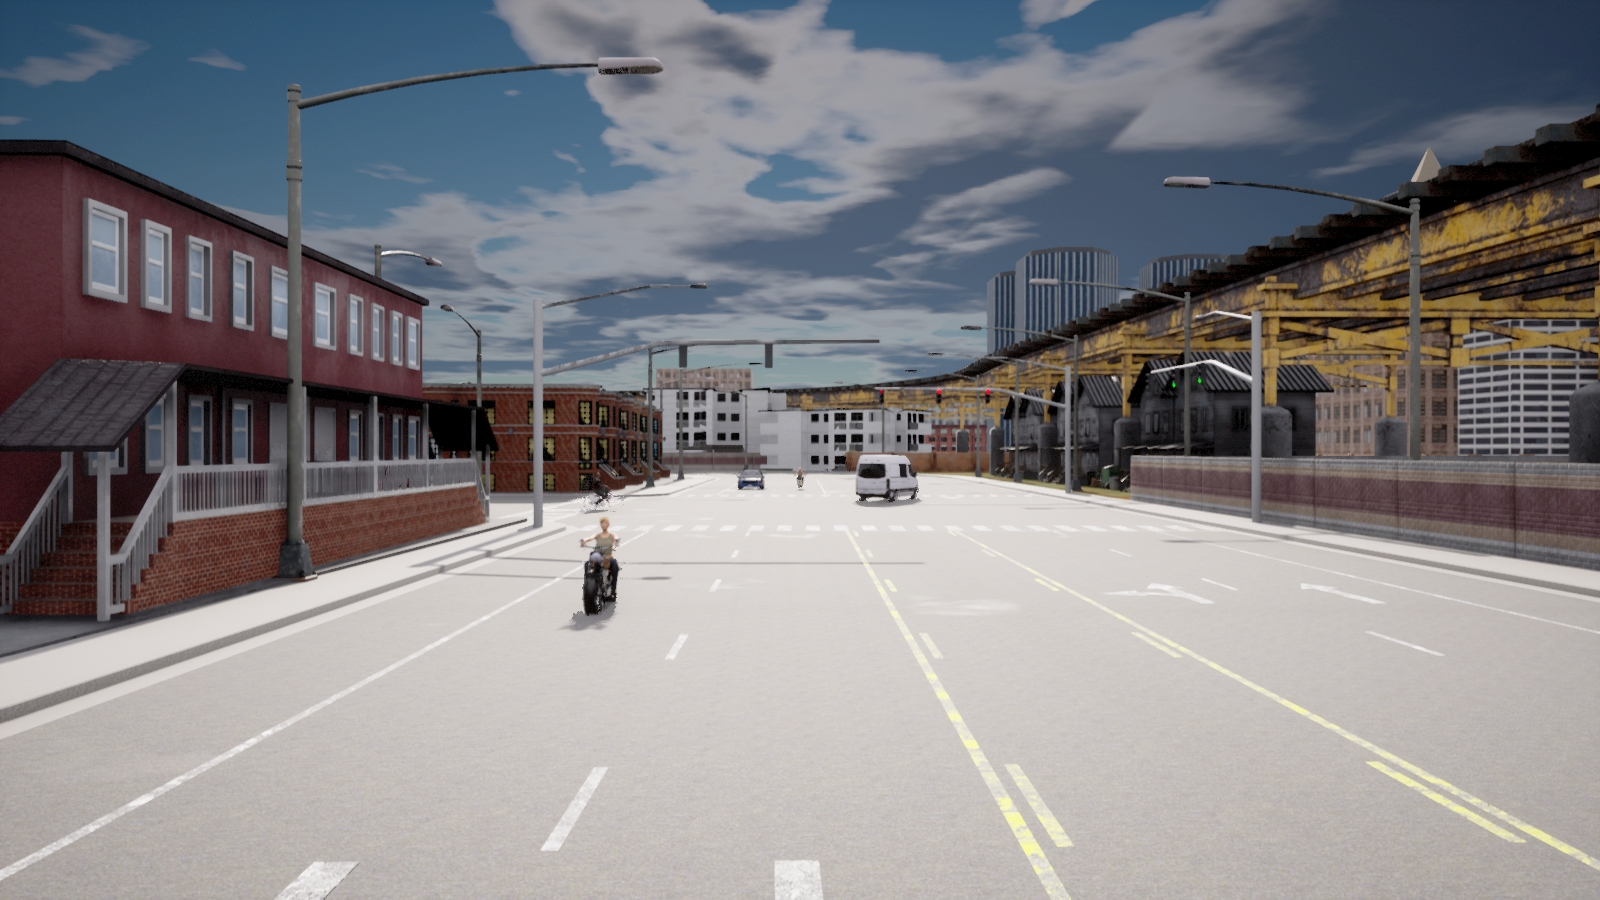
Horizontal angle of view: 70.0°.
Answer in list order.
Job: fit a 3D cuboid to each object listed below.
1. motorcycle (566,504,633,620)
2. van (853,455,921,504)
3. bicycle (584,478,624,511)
[{"bbox_3d":[-3.498,1.915,20.136,0.764,1.802,2.356,0,0,0],"label":"motorcycle"},{"bbox_3d":[4.938,1.557,63.830,1.988,2.561,5.915,1,0,23],"label":"van"},{"bbox_3d":[-9.083,2.067,52.947,1.835,1.496,0.329,0,0,-10],"label":"bicycle"}]
